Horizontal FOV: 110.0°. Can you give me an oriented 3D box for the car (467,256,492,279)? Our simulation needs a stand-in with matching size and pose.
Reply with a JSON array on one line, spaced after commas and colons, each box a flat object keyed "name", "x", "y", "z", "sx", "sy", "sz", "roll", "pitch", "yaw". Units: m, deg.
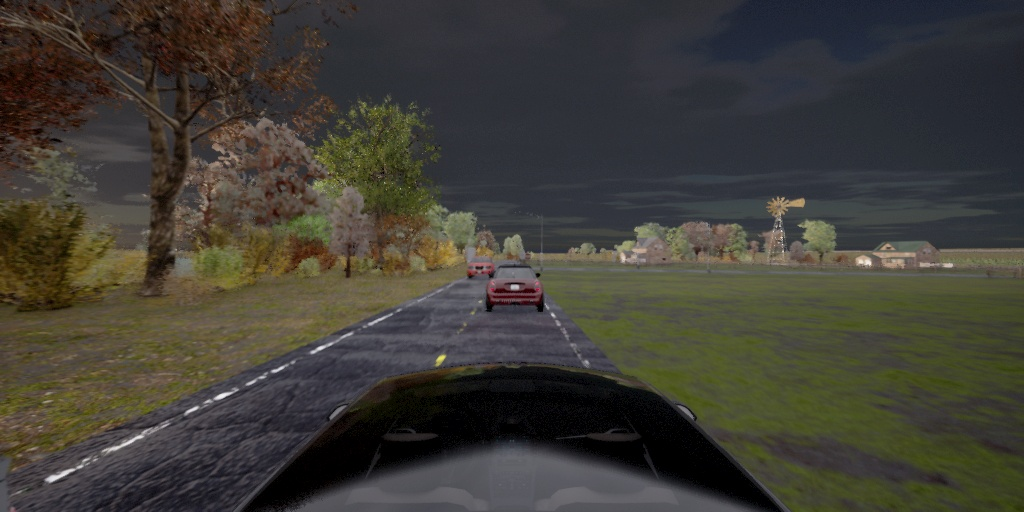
[{"name": "car", "x": -2.749, "y": 0.987, "z": 32.843, "sx": 2.150, "sy": 2.045, "sz": 5.566, "roll": 0, "pitch": 0, "yaw": 0}]

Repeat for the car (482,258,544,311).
[{"name": "car", "x": 0.102, "y": 1.093, "z": 14.517, "sx": 2.097, "sy": 1.767, "sz": 4.553, "roll": 0, "pitch": 0, "yaw": 0}]
